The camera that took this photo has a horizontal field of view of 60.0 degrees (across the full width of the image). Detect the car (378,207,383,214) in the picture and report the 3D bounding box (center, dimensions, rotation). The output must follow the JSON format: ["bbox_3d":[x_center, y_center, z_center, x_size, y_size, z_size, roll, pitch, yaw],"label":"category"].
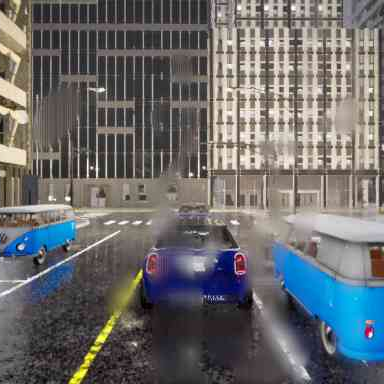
[{"bbox_3d":[18.980,1.490,29.080,4.829,1.417,1.752,0,0,0],"label":"car"}]

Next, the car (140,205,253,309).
[{"bbox_3d":[0.083,1.354,8.031,2.097,1.767,4.553,0,0,0],"label":"car"}]

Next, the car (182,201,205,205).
[{"bbox_3d":[0.085,1.359,18.057,2.097,1.767,4.553,0,0,0],"label":"car"}]

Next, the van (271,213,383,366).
[{"bbox_3d":[2.558,1.343,5.658,1.690,1.788,3.998,0,0,0],"label":"van"}]

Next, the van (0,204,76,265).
[{"bbox_3d":[-5.335,1.345,11.325,1.690,1.788,3.998,0,0,0],"label":"van"}]
